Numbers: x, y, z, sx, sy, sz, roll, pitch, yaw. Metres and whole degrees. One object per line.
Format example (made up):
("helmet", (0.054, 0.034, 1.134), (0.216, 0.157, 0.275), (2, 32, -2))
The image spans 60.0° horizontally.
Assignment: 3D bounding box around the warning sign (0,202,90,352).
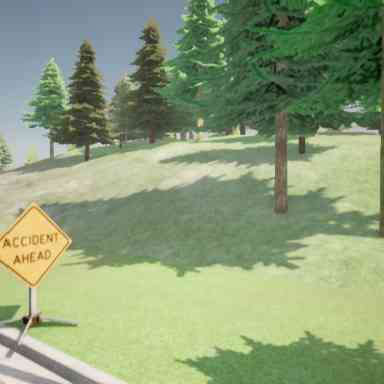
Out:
("warning sign", (-2.421, 1.099, 5.043), (1.060, 1.860, 1.300), (0, 0, 36))
